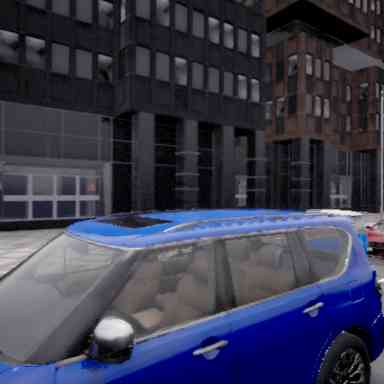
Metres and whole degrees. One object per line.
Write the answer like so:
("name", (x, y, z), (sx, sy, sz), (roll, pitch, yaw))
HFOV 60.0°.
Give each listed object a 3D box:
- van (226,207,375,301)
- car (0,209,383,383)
("van", (2.962, 1.378, 8.756), (3.998, 1.788, 1.690), (0, 0, -35))
("car", (-0.387, 1.228, 3.100), (5.566, 2.045, 2.150), (0, 0, -35))
